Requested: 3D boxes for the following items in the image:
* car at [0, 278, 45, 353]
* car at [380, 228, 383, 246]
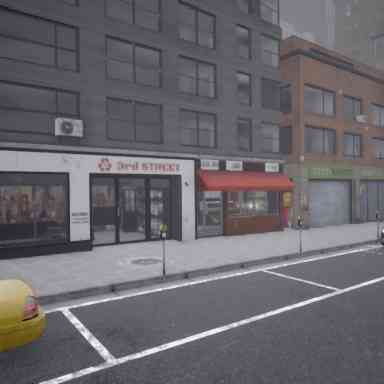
[{"bbox_3d":[-4.275,1.526,3.614,4.829,1.417,1.752,0,-1,-36],"label":"car"},{"bbox_3d":[9.306,1.439,13.307,4.097,1.590,1.967,0,-1,-36],"label":"car"}]
